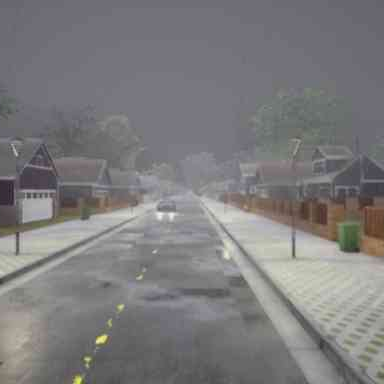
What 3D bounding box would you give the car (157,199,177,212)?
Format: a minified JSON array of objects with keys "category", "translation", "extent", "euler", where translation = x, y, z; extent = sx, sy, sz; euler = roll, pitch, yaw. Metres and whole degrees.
[{"category":"car","translation":[-2.754,1.473,37.154],"extent":[1.994,1.385,4.181],"euler":[0,0,0]}]
